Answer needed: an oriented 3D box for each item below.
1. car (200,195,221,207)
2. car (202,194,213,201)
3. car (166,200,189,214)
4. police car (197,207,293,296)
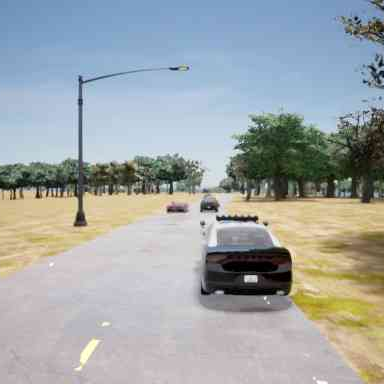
[{"bbox_3d":[1.959,1.389,36.799,1.882,1.535,5.008,0,0,6],"label":"car"},{"bbox_3d":[3.213,1.156,70.087,1.837,1.490,4.892,0,1,8],"label":"car"},{"bbox_3d":[-1.454,1.523,34.593,1.895,1.301,4.718,0,0,5],"label":"car"},{"bbox_3d":[1.168,1.422,8.812,1.930,1.638,5.238,0,0,1],"label":"police car"}]
